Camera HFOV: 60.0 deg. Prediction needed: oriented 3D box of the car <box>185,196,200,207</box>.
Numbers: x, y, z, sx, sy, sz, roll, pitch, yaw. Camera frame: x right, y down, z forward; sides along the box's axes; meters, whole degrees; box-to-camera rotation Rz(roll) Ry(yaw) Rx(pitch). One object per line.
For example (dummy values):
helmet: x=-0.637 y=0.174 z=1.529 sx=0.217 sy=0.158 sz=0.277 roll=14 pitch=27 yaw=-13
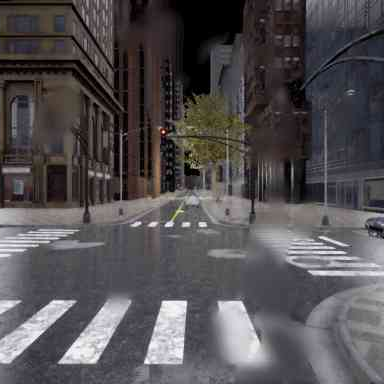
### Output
car: x=0.043 y=1.331 z=47.761 sx=1.812 sy=1.442 sz=4.674 roll=0 pitch=0 yaw=0

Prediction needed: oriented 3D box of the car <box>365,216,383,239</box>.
car: x=10.876 y=1.426 z=15.705 sx=4.553 sy=1.767 sz=2.097 roll=0 pitch=0 yaw=0

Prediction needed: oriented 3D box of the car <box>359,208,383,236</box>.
car: x=11.909 y=1.632 z=18.368 sx=4.403 sy=1.369 sz=2.008 roll=0 pitch=0 yaw=0
